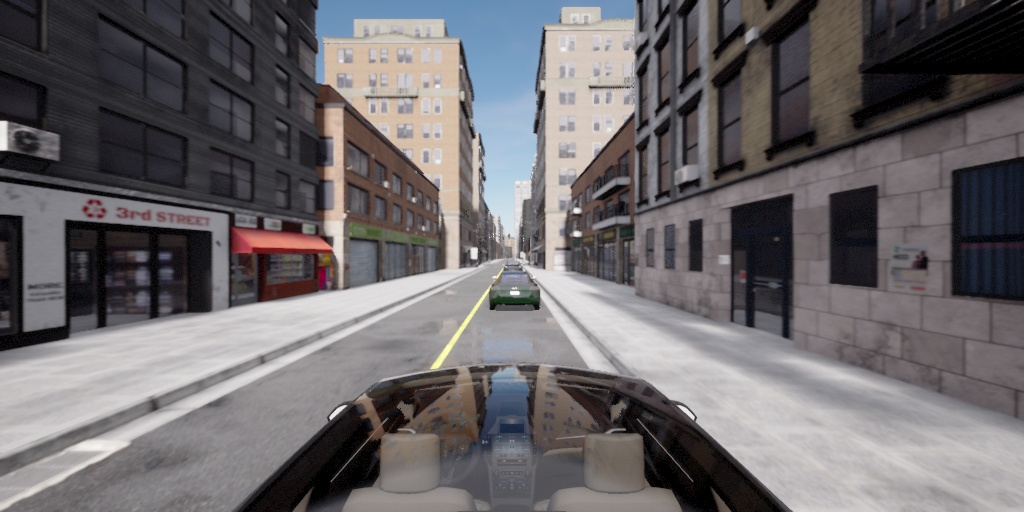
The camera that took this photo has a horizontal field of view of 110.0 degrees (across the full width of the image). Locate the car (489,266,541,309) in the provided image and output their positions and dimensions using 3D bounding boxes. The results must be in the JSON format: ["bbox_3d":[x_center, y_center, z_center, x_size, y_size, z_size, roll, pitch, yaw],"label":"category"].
[{"bbox_3d":[0.103,1.303,14.876,1.994,1.385,4.181,0,0,0],"label":"car"}]

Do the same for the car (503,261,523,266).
[{"bbox_3d":[0.106,1.209,35.478,2.128,1.511,4.902,0,0,0],"label":"car"}]
